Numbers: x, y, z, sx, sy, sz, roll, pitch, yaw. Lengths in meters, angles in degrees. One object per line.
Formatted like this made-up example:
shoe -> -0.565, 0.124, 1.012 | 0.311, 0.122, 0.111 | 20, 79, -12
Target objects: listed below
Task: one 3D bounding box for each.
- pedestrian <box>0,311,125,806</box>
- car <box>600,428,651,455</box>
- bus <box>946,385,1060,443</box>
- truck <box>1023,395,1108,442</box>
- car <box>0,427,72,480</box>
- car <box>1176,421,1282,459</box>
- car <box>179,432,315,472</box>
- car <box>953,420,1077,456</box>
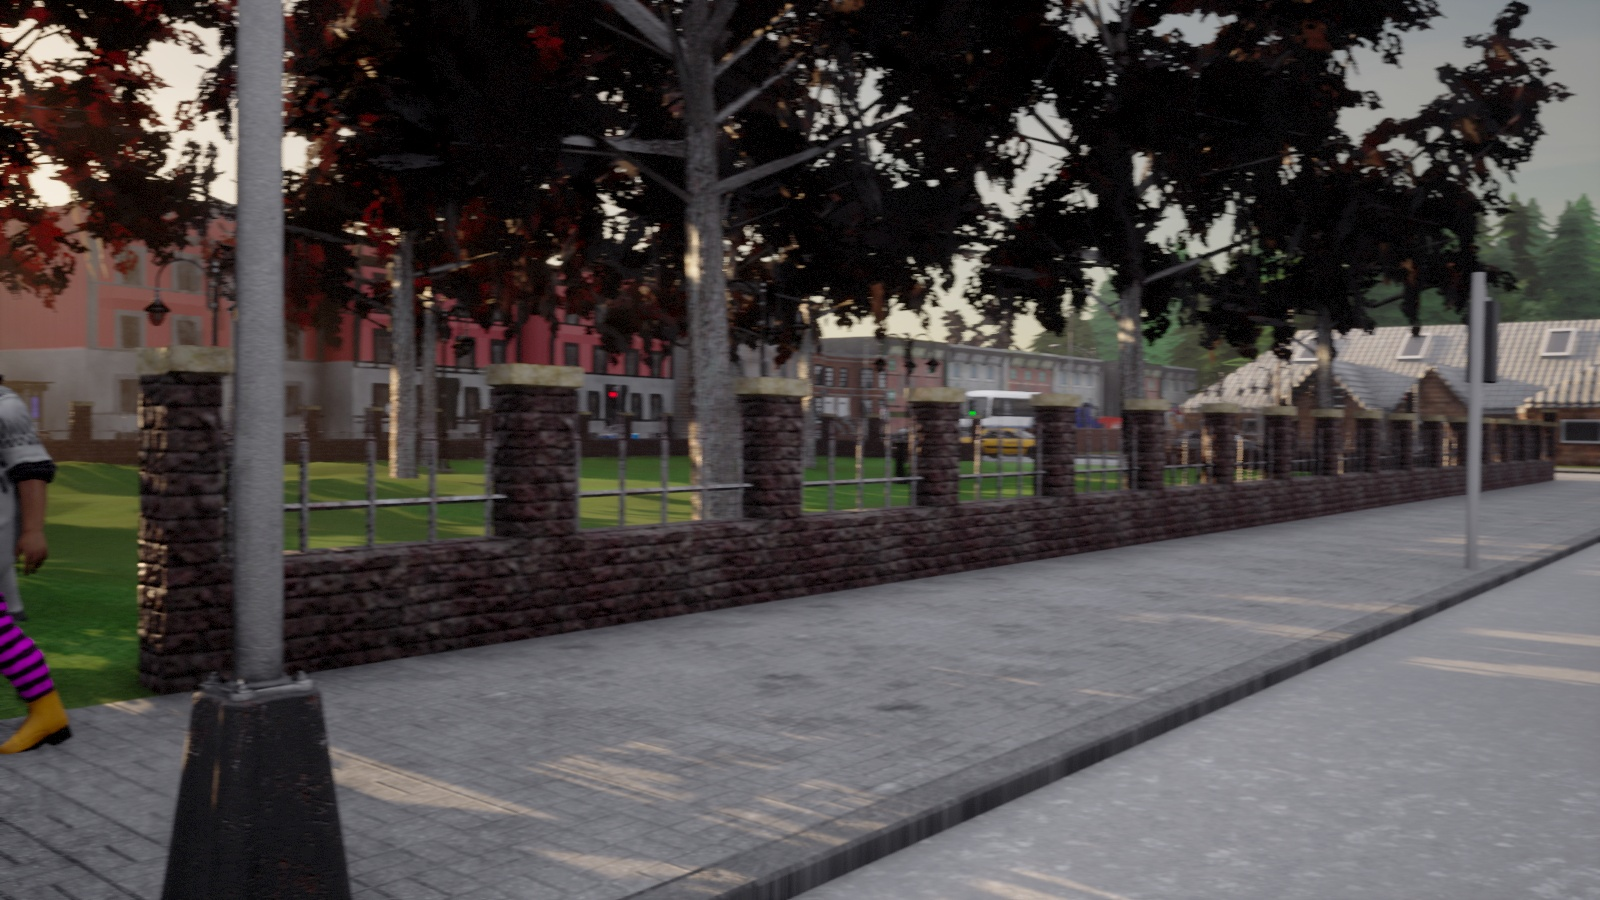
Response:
pedestrian -> -3.399, 0.426, 5.168 | 0.659, 1.952, 0.873 | 0, 2, 39
car -> -9.199, -0.462, 66.265 | 2.207, 1.376, 1.481 | -1, 1, -42
bus -> 15.743, -2.747, 96.602 | 3.944, 4.253, 10.273 | 1, 2, 40
truck -> 20.334, -2.376, 95.858 | 2.891, 3.462, 7.936 | 1, 2, 40
car -> -26.291, 0.111, 40.065 | 2.033, 1.649, 4.856 | 1, 2, 40
car -> 17.406, -0.412, 50.994 | 3.633, 1.501, 1.845 | 0, 2, 38
car -> -20.599, 0.053, 46.893 | 1.994, 1.385, 4.181 | 1, 2, 41
car -> 9.788, -0.554, 57.329 | 5.366, 1.575, 1.801 | 0, 2, 38
